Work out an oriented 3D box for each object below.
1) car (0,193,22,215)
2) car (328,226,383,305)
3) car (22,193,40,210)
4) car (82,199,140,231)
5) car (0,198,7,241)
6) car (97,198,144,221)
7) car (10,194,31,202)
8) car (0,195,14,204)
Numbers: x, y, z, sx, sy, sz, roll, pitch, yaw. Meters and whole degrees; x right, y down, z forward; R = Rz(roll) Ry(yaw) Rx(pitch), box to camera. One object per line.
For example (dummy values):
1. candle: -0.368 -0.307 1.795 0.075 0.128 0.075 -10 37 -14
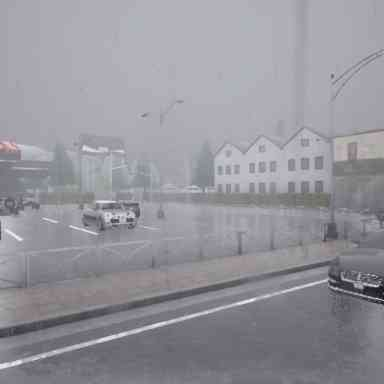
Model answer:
1. car: -17.184 1.113 30.364 1.932 1.855 4.605 0 0 -36
2. car: 5.087 1.505 7.619 4.892 1.490 1.837 0 0 -35
3. car: -19.077 1.092 38.678 1.905 1.878 3.866 0 0 -36
4. car: -4.608 1.248 18.379 1.970 1.475 3.806 0 0 -36
5. car: -9.645 1.169 14.389 2.152 1.636 5.027 0 0 -36
6. car: -5.720 1.313 26.245 2.007 1.523 4.514 0 0 -36
7. car: -38.133 1.328 73.804 3.866 1.878 1.905 0 0 -36
8. car: -38.377 1.495 66.676 4.611 1.667 2.242 0 0 -36
